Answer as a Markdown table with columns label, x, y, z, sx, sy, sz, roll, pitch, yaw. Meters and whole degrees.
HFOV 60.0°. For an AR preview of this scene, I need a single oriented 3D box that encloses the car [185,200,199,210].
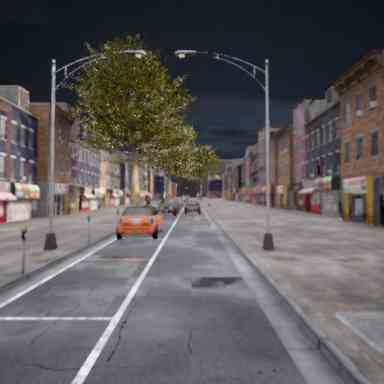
| label | x | y | z | sx | sy | sz | roll | pitch | yaw |
| --- | --- | --- | --- | --- | --- | --- | --- | --- | --- |
| car | 0.031 | 1.937 | 49.545 | 1.994 | 1.385 | 4.181 | 0 | 0 | 0 |

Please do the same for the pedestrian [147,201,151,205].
| label | x | y | z | sx | sy | sz | roll | pitch | yaw |
| --- | --- | --- | --- | --- | --- | --- | --- | --- | --- |
| pedestrian | -2.740 | 1.465 | 21.289 | 0.375 | 1.860 | 0.375 | -2 | -2 | 0 |

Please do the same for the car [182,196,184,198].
| label | x | y | z | sx | sy | sz | roll | pitch | yaw |
| --- | --- | --- | --- | --- | --- | --- | --- | --- | --- |
| car | -2.591 | 1.634 | 41.947 | 2.192 | 1.841 | 5.009 | 2 | 0 | 0 |

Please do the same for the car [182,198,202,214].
| label | x | y | z | sx | sy | sz | roll | pitch | yaw |
| --- | --- | --- | --- | --- | --- | --- | --- | --- | --- |
| car | 0.081 | 1.788 | 39.050 | 2.128 | 1.511 | 4.902 | 0 | -1 | 0 |

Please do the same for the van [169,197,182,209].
| label | x | y | z | sx | sy | sz | roll | pitch | yaw |
| --- | --- | --- | --- | --- | --- | --- | --- | --- | --- |
| van | -2.587 | 1.740 | 53.017 | 1.690 | 1.788 | 3.998 | 2 | 0 | 0 |

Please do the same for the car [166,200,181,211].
| label | x | y | z | sx | sy | sz | roll | pitch | yaw |
| --- | --- | --- | --- | --- | --- | --- | --- | --- | --- |
| car | -2.595 | 1.903 | 47.480 | 1.887 | 1.381 | 4.507 | 2 | 0 | 0 |

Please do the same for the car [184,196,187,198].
| label | x | y | z | sx | sy | sz | roll | pitch | yaw |
| --- | --- | --- | --- | --- | --- | --- | --- | --- | --- |
| car | -2.584 | 1.919 | 64.087 | 1.967 | 1.590 | 4.097 | 2 | 0 | 0 |

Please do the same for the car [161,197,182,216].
| label | x | y | z | sx | sy | sz | roll | pitch | yaw |
| --- | --- | --- | --- | --- | --- | --- | --- | --- | --- |
| car | -2.594 | 1.594 | 36.412 | 2.192 | 1.841 | 5.009 | 2 | 0 | 0 |

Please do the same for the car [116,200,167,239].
| label | x | y | z | sx | sy | sz | roll | pitch | yaw |
| --- | --- | --- | --- | --- | --- | --- | --- | --- | --- |
| car | -2.742 | 1.503 | 18.457 | 2.097 | 1.767 | 4.553 | 0 | 0 | 0 |
